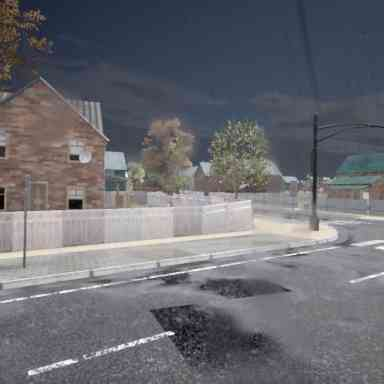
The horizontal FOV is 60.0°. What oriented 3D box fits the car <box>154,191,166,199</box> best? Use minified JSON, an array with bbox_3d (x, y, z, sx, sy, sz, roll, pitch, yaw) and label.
[{"bbox_3d":[-6.196,0.640,61.715,1.812,1.442,4.674,1,1,-20],"label":"car"}]
